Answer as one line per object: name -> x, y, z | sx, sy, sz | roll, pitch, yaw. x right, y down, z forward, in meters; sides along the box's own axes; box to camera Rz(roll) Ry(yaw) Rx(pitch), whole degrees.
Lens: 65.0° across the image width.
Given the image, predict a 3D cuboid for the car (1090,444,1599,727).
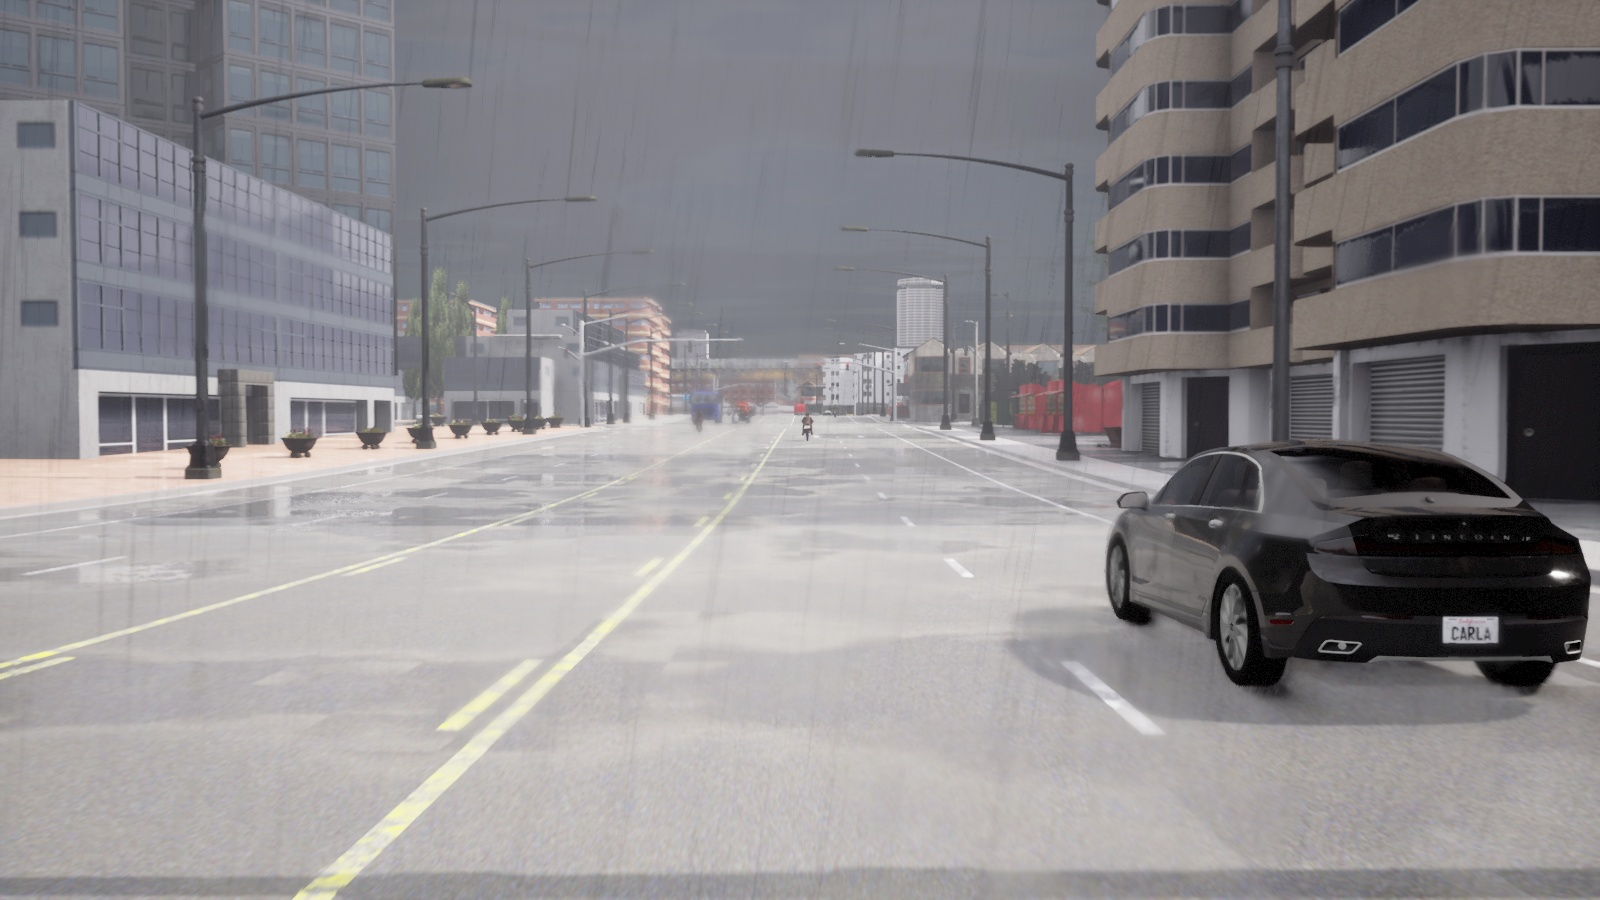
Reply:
car -> 3.567, 0.701, 9.062 | 1.837, 1.490, 4.892 | 0, 0, 0
